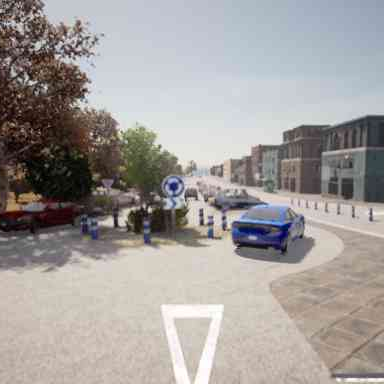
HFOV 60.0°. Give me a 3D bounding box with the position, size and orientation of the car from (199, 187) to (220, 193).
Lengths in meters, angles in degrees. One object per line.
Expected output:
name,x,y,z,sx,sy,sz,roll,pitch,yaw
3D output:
car,4.333,-0.507,82.570,5.008,1.535,2.097,0,3,0

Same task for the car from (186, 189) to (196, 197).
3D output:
car,-0.223,0.118,70.890,2.033,1.411,5.357,0,3,0

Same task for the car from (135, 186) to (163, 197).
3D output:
car,-8.793,-0.090,68.489,5.566,2.045,2.435,0,2,0

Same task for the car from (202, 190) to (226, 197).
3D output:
car,4.310,0.306,65.872,4.674,1.452,2.002,0,2,0

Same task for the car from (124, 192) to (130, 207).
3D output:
car,-8.801,0.939,32.256,4.674,1.452,2.002,0,0,0

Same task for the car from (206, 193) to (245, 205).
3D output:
car,4.298,0.844,43.586,4.892,1.521,2.231,0,1,0

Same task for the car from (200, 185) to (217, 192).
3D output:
car,4.364,-0.905,87.998,4.553,1.767,2.185,0,3,0

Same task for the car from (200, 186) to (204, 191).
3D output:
car,4.276,0.338,60.302,4.553,1.767,2.185,0,2,0

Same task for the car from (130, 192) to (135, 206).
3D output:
car,-8.799,0.938,35.041,4.674,1.452,2.002,0,0,0

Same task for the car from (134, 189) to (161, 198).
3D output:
car,-8.773,0.271,65.712,5.008,1.535,2.097,0,2,0

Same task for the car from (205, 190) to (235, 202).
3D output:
car,4.331,0.568,51.943,4.553,1.767,2.185,0,1,0

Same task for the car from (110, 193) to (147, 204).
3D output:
car,-8.756,0.836,46.197,4.792,1.488,2.163,0,1,0

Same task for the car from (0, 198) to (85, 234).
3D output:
car,-7.686,1.157,17.354,1.882,1.535,5.008,1,1,18

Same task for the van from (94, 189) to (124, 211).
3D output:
van,-8.674,0.677,29.582,4.442,1.987,1.878,1,0,0

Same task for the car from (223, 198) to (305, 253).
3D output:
car,3.138,1.240,13.022,1.882,1.535,5.008,2,4,28

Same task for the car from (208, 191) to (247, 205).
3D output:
car,4.252,0.929,32.437,4.792,1.488,2.163,0,0,0

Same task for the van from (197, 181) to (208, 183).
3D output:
van,4.222,-1.292,93.678,4.442,1.987,1.878,0,3,0

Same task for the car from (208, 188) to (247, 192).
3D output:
car,4.253,0.772,35.223,4.553,1.767,2.185,0,0,0

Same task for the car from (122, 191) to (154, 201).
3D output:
car,-8.772,0.627,54.694,4.892,1.521,2.231,0,1,0

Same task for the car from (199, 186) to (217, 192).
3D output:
car,4.329,-0.925,90.909,4.892,1.521,2.231,0,3,0

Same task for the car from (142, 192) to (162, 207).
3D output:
car,-3.853,0.962,36.404,2.033,1.411,5.357,0,0,0

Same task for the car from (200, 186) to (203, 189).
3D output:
car,4.279,0.243,63.080,4.553,1.767,2.185,0,2,0

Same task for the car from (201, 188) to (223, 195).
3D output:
car,4.349,-0.062,74.230,4.792,1.488,2.163,0,3,0

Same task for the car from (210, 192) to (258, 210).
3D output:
car,4.308,0.931,29.654,4.792,1.488,2.163,0,0,0

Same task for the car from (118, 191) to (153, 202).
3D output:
car,-8.775,0.697,51.776,5.008,1.535,2.097,0,1,0

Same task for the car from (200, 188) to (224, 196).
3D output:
car,4.323,0.035,71.444,5.008,1.535,2.097,0,3,0

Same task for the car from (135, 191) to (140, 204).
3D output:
car,-8.822,0.918,37.953,4.792,1.488,2.163,0,0,0

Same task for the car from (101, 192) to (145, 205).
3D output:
car,-8.973,0.840,43.541,5.366,1.575,1.946,0,0,0

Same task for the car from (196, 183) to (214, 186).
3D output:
car,4.297,-0.618,79.778,5.566,2.045,2.435,0,3,0

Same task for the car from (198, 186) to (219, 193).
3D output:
car,4.145,-0.649,85.350,5.366,1.575,1.946,0,3,0

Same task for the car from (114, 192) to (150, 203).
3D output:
car,-8.778,0.756,48.987,5.008,1.535,2.097,0,1,0

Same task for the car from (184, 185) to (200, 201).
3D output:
car,-0.138,0.324,55.921,2.150,2.045,5.566,0,0,0

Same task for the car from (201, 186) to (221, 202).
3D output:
car,4.261,0.619,40.795,5.566,2.045,2.435,0,0,0

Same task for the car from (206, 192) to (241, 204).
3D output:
car,4.324,0.834,46.365,4.792,1.488,2.163,0,1,0

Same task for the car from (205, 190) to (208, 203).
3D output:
car,4.292,0.889,38.003,5.008,1.535,2.097,0,0,0

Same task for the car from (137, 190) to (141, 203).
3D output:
car,-8.976,0.867,40.745,5.366,1.575,1.946,0,0,0
